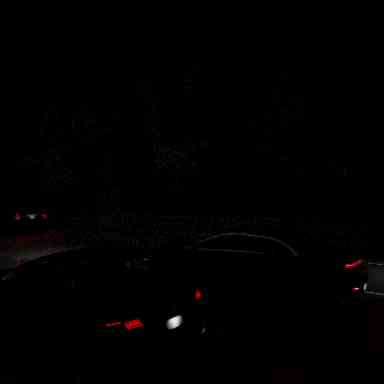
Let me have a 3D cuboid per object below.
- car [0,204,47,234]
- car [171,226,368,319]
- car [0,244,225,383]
[{"bbox_3d":[-10.928,1.492,20.384,4.553,1.767,2.097,0,0,36],"label":"car"},{"bbox_3d":[1.171,1.525,7.455,4.902,1.511,2.128,-1,0,36],"label":"car"},{"bbox_3d":[-1.844,1.610,5.306,4.181,1.385,1.994,-1,0,35],"label":"car"}]
